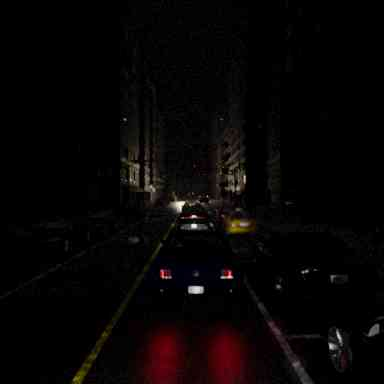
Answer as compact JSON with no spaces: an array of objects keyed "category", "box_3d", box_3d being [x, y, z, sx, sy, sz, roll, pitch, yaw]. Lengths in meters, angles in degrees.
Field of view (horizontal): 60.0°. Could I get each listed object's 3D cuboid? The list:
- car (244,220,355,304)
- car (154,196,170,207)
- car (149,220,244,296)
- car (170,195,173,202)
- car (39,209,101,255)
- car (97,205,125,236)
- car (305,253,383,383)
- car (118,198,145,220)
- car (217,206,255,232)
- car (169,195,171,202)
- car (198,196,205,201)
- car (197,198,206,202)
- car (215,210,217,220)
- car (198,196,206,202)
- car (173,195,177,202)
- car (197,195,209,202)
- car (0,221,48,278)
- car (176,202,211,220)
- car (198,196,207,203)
[{"category":"car","box_3d":[2.638,1.604,8.042,1.947,1.339,4.313,0,0,0]},{"category":"car","box_3d":[-5.382,1.789,56.166,2.008,1.369,4.403,0,0,0]},{"category":"car","box_3d":[0.098,1.642,8.747,1.895,1.301,4.718,0,0,0]},{"category":"car","box_3d":[-5.381,1.805,66.904,1.752,1.417,4.829,0,0,0]},{"category":"car","box_3d":[-5.387,1.613,13.465,2.008,1.369,4.403,0,0,0]},{"category":"car","box_3d":[-5.386,1.635,18.878,2.008,1.369,4.403,0,0,0]},{"category":"car","box_3d":[2.637,1.579,2.629,1.947,1.339,4.313,0,0,0]},{"category":"car","box_3d":[-5.385,1.444,29.704,2.192,1.841,5.009,0,0,0]},{"category":"car","box_3d":[2.639,1.611,19.038,1.752,1.417,4.829,0,0,0]},{"category":"car","box_3d":[-5.382,1.804,61.621,1.887,1.381,4.507,0,0,0]},{"category":"car","box_3d":[2.647,1.931,94.337,2.008,1.369,4.403,0,0,0]},{"category":"car","box_3d":[-0.014,1.610,30.385,1.882,1.535,5.008,0,0,-1]},{"category":"car","box_3d":[2.639,1.689,24.280,1.802,1.307,4.206,0,0,0]},{"category":"car","box_3d":[2.646,1.905,88.883,1.887,1.381,4.507,0,0,0]},{"category":"car","box_3d":[-5.379,1.907,83.436,1.947,1.339,4.313,0,0,0]},{"category":"car","box_3d":[2.645,1.741,72.520,1.967,1.590,4.097,0,0,0]},{"category":"car","box_3d":[-5.388,1.620,8.052,1.802,1.307,4.206,0,0,0]},{"category":"car","box_3d":[0.104,1.594,20.260,1.837,1.490,4.892,0,-1,0]},{"category":"car","box_3d":[2.646,1.781,83.429,1.967,1.590,4.097,0,0,0]}]
